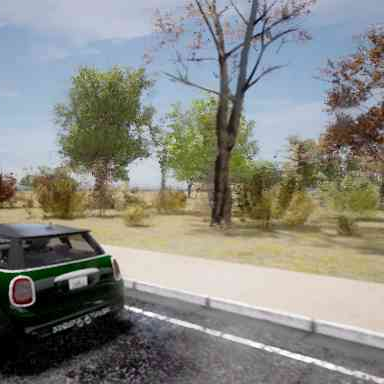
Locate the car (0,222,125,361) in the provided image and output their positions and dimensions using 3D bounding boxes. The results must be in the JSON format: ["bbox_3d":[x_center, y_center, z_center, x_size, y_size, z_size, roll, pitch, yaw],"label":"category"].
[{"bbox_3d":[-3.394,1.342,6.096,4.553,1.767,2.097,0,0,35],"label":"car"}]
